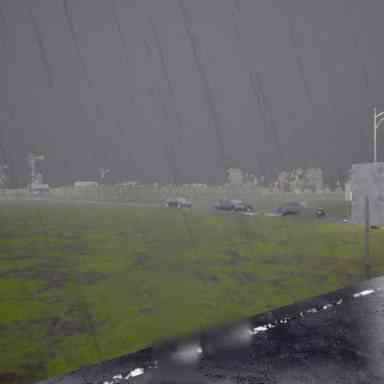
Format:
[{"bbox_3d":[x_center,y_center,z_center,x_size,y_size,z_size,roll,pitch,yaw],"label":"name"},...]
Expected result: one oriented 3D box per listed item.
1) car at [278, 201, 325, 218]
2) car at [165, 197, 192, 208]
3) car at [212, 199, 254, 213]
[{"bbox_3d":[9.757,1.551,29.895,1.994,1.385,4.181,0,0,-33],"label":"car"},{"bbox_3d":[-1.949,1.485,46.657,1.837,1.490,4.892,0,0,-37],"label":"car"},{"bbox_3d":[4.520,1.531,37.763,2.033,1.411,5.357,0,0,-35],"label":"car"}]
